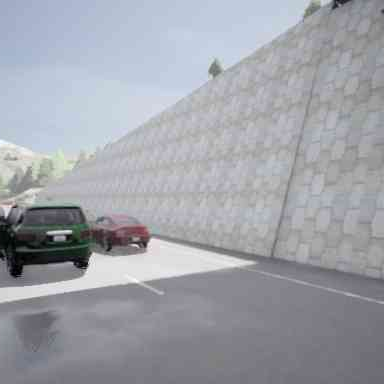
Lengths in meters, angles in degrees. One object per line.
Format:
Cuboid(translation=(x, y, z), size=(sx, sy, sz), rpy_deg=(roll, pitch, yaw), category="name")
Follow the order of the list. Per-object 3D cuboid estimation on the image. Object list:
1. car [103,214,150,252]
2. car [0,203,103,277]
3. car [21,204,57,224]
Cuboid(translation=(-3.517, 1.722, 15.045), size=(1.812, 1.442, 4.674), rpy_deg=(1, -1, -35), category="car")
Cuboid(translation=(-5.090, 1.367, 11.170), size=(2.150, 2.045, 5.566), rpy_deg=(1, -1, -35), category="car")
Cuboid(translation=(-13.859, 1.879, 29.999), size=(2.128, 1.511, 4.902), rpy_deg=(1, -1, -35), category="car")
